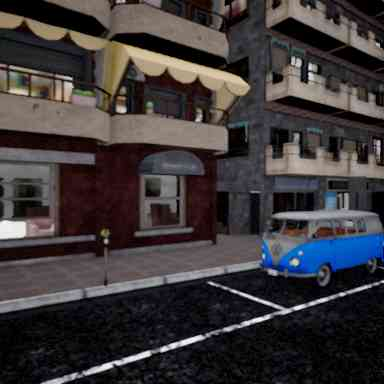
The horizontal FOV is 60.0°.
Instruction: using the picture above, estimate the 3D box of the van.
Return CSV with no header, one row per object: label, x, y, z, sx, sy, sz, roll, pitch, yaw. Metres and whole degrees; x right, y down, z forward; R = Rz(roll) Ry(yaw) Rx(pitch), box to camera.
van,3.639,1.416,9.162,3.998,1.788,1.690,1,-1,-35
